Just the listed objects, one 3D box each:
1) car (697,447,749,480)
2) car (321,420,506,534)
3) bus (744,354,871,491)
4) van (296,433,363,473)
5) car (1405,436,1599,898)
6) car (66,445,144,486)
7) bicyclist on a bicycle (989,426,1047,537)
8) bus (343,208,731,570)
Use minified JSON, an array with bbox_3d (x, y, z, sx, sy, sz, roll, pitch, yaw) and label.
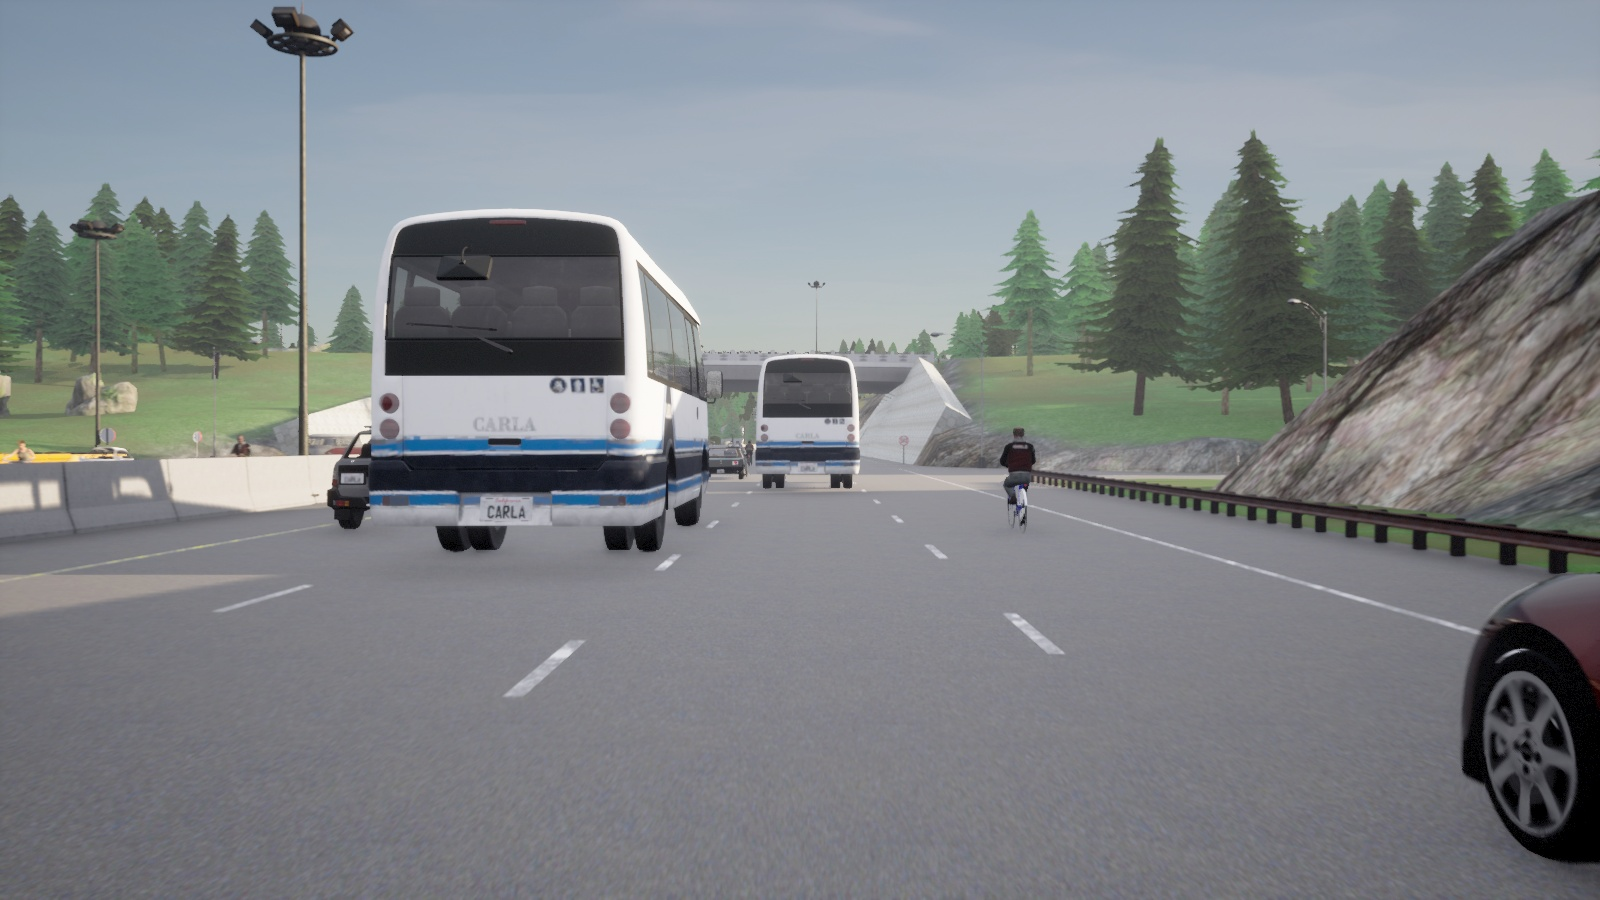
[{"bbox_3d":[-3.184,0.546,52.877,1.895,1.301,4.718,0,0,0],"label":"car"},{"bbox_3d":[-6.855,0.429,22.832,1.932,1.855,4.605,0,0,0],"label":"car"},{"bbox_3d":[0.268,-0.879,44.165,3.944,4.253,10.273,0,0,0],"label":"bus"},{"bbox_3d":[-24.118,0.117,64.545,1.775,1.987,4.442,0,0,0],"label":"van"},{"bbox_3d":[3.535,0.695,3.404,1.970,1.475,3.806,0,0,0],"label":"car"},{"bbox_3d":[-24.236,0.534,43.829,1.481,1.376,2.207,0,0,0],"label":"car"},{"bbox_3d":[3.635,0.501,21.081,0.659,1.776,1.843,0,1,0],"label":"bicyclist on a bicycle"},{"bbox_3d":[-3.370,-0.745,19.886,3.944,4.253,10.273,0,0,0],"label":"bus"}]
